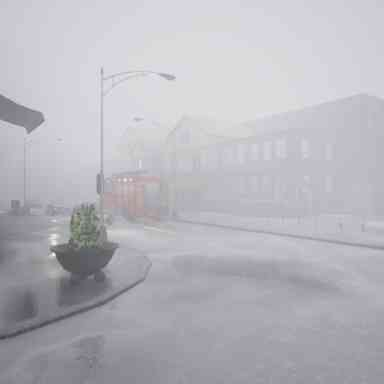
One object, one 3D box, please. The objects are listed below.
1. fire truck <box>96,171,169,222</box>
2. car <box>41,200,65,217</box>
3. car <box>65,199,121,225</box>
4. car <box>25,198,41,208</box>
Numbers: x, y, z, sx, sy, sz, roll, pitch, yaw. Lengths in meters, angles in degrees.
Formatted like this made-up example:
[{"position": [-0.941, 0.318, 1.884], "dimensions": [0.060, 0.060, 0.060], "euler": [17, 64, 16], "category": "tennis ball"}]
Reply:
[{"position": [-5.219, 0.342, 27.955], "dimensions": [2.891, 3.827, 8.468], "euler": [0, 0, -34], "category": "fire truck"}, {"position": [-12.724, 1.526, 31.753], "dimensions": [1.812, 1.442, 4.674], "euler": [0, 0, -34], "category": "car"}, {"position": [-7.077, 1.492, 23.361], "dimensions": [2.128, 1.511, 4.902], "euler": [0, 0, -34], "category": "car"}, {"position": [-21.054, 1.547, 44.175], "dimensions": [2.033, 1.411, 5.357], "euler": [0, 0, -33], "category": "car"}]
